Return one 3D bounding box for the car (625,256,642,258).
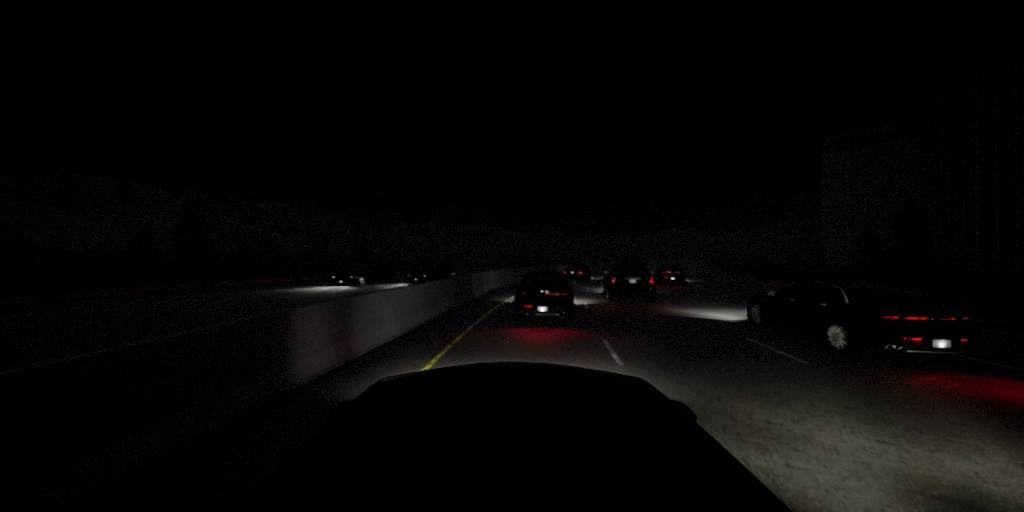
[{"bbox_3d":[13.853,1.071,40.552,2.150,2.045,5.566,0,0,26],"label":"car"}]

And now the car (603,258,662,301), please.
[{"bbox_3d":[5.658,1.127,17.651,2.097,1.767,4.553,0,0,11],"label":"car"}]

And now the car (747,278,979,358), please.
[{"bbox_3d":[7.709,1.277,8.646,1.837,1.490,4.892,0,0,6],"label":"car"}]

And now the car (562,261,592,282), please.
[{"bbox_3d":[5.558,1.350,30.289,2.033,1.411,5.357,0,0,20],"label":"car"}]

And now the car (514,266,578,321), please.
[{"bbox_3d":[1.204,1.265,12.632,1.837,1.490,4.892,0,0,8],"label":"car"}]

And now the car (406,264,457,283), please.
[{"bbox_3d":[-6.227,1.325,28.573,2.033,1.411,5.357,0,0,17],"label":"car"}]

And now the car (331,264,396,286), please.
[{"bbox_3d":[-10.556,1.310,26.075,2.033,1.411,5.357,0,0,14],"label":"car"}]

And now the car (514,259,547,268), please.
[{"bbox_3d":[1.721,1.377,39.957,2.033,1.411,5.357,0,0,24],"label":"car"}]

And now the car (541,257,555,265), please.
[{"bbox_3d":[5.743,1.219,63.448,2.150,2.045,5.566,0,0,28],"label":"car"}]

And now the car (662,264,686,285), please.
[{"bbox_3d":[11.900,1.308,27.098,1.837,1.490,4.892,0,0,19],"label":"car"}]
